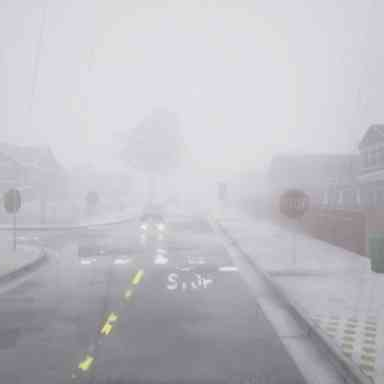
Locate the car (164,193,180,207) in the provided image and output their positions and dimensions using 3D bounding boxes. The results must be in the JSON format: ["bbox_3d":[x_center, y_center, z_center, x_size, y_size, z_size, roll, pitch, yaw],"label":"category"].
[{"bbox_3d":[-3.020,1.226,51.414,2.150,2.045,5.566,0,0,-1],"label":"car"}]

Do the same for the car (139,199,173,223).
[{"bbox_3d":[-2.862,1.552,25.881,2.033,1.411,5.357,0,0,0],"label":"car"}]
